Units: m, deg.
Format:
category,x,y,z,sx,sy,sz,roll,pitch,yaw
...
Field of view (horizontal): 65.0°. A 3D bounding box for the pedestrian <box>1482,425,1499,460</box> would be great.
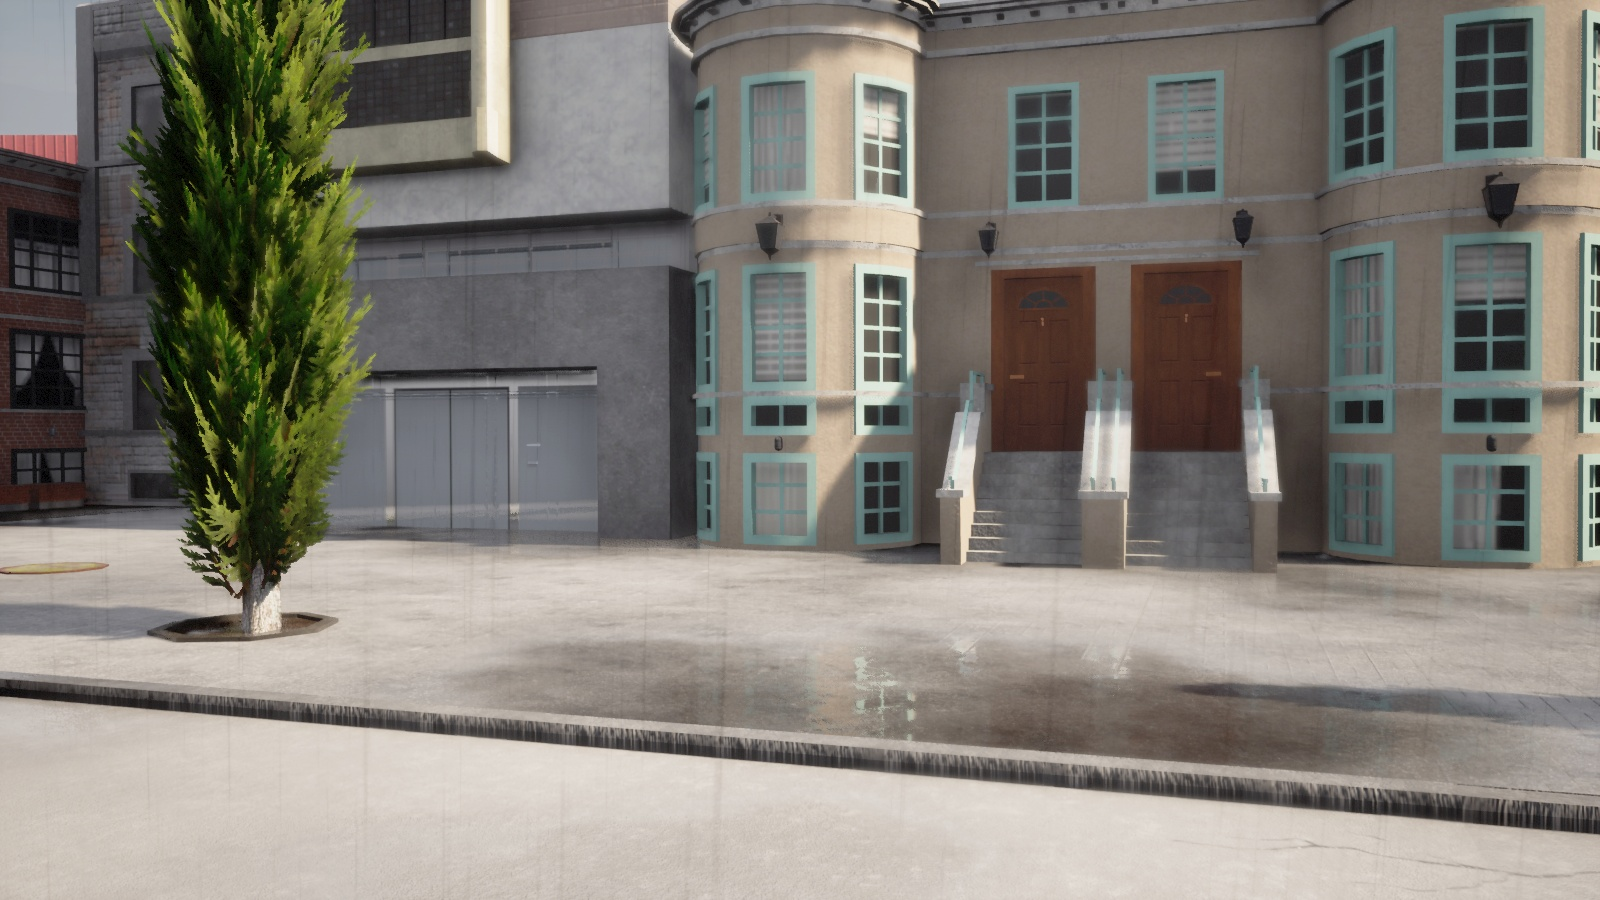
category,x,y,z,sx,sy,sz,roll,pitch,yaw
pedestrian,36.840,-0.402,67.005,0.634,1.844,0.899,1,1,21
